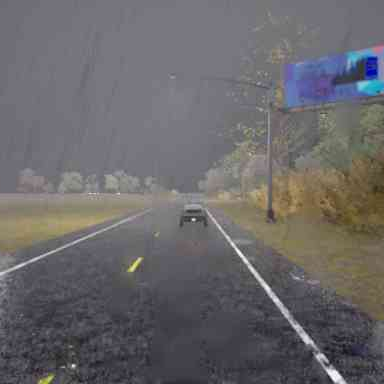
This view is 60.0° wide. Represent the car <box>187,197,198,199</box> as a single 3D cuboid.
[{"bbox_3d":[0.108,1.372,42.612,2.097,1.767,4.553,0,0,0],"label":"car"}]

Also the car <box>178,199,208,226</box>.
[{"bbox_3d":[0.105,1.516,23.732,1.837,1.490,4.892,0,0,0],"label":"car"}]
